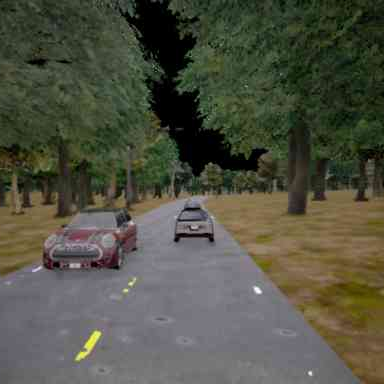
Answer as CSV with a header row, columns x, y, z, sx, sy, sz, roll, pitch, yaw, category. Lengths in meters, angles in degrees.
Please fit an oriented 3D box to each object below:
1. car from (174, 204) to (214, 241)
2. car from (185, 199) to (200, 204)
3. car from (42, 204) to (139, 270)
x,y,z,sx,sy,sz,roll,pitch,yaw,category
0.095,1.551,16.612,2.033,1.411,5.357,0,0,0,car
0.088,1.581,40.405,1.994,1.385,4.181,0,0,0,car
-3.100,1.353,11.062,2.097,1.767,4.553,0,0,0,car
